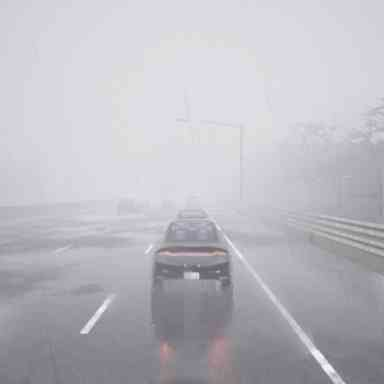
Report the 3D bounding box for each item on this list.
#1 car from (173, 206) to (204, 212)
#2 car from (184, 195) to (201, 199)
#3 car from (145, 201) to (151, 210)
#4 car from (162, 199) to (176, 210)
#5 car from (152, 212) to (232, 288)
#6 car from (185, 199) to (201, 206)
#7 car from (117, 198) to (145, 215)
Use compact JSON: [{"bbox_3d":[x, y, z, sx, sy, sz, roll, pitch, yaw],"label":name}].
[{"bbox_3d":[0.004,1.710,19.886,1.895,1.301,4.718,0,0,0],"label":"car"},{"bbox_3d":[0.109,1.466,47.686,2.150,2.045,5.566,0,0,1],"label":"car"},{"bbox_3d":[-6.888,1.842,46.748,1.895,1.301,4.718,0,0,0],"label":"car"},{"bbox_3d":[-3.381,1.796,48.635,2.033,1.411,5.357,0,0,0],"label":"car"},{"bbox_3d":[0.002,1.544,9.368,2.128,1.511,4.902,0,0,0],"label":"car"},{"bbox_3d":[0.124,1.767,37.671,1.994,1.385,4.181,0,0,-1],"label":"car"},{"bbox_3d":[-6.891,1.552,36.939,2.097,1.767,4.553,0,0,0],"label":"car"}]
